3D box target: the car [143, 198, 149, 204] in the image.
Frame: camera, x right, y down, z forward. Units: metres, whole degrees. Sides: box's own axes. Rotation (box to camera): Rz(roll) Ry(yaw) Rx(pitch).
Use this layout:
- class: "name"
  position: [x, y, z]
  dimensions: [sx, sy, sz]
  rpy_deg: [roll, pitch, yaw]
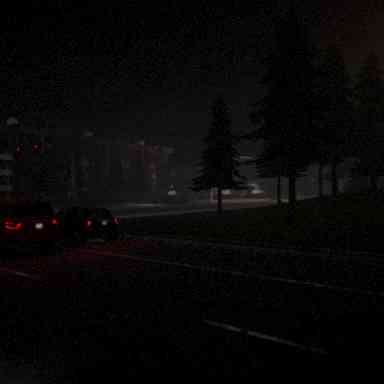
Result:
- class: "car"
  position: [-8.743, 1.960, 73.335]
  dimensions: [1.837, 1.490, 4.892]
  rpy_deg: [-1, 0, 35]

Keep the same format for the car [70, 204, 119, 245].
- class: "car"
  position: [-5.775, 1.482, 16.592]
  dimensions: [4.553, 1.767, 2.097]
  rpy_deg: [-1, -1, 36]

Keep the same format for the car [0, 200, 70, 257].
- class: "car"
  position: [-7.760, 1.348, 13.704]
  dimensions: [5.566, 2.045, 2.150]
  rpy_deg: [0, 0, 36]

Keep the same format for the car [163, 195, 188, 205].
- class: "car"
  position: [-3.010, 1.935, 69.317]
  dimensions: [2.033, 1.411, 5.357]
  rpy_deg: [-1, 0, 35]

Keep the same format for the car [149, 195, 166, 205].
- class: "car"
  position: [-5.896, 1.653, 71.303]
  dimensions: [2.150, 2.045, 5.566]
  rpy_deg: [-1, 0, 35]
